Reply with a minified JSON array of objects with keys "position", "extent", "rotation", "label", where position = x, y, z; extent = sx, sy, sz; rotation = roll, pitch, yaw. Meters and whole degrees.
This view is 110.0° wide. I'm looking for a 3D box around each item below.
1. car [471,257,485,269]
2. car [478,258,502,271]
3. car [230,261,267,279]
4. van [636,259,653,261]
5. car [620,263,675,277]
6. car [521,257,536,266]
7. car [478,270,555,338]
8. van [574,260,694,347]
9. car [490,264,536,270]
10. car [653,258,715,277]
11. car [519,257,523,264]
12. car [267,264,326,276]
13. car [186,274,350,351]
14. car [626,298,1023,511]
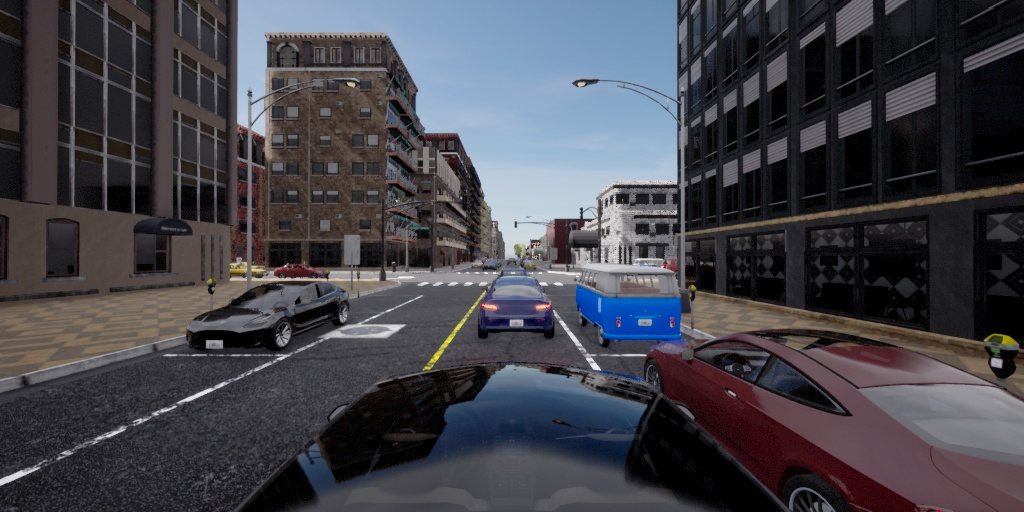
[{"position":[-5.698,1.318,59.164],"extent":[1.751,1.417,4.829],"rotation":[0,0,0],"label":"car"},{"position":[-3.067,1.329,50.642],"extent":[2.033,1.411,5.357],"rotation":[0,0,3],"label":"car"},{"position":[-22.963,1.216,29.801],"extent":[4.829,1.417,1.751],"rotation":[0,0,0],"label":"car"},{"position":[14.893,1.175,38.276],"extent":[3.998,1.789,1.690],"rotation":[0,0,0],"label":"van"},{"position":[13.398,1.418,35.706],"extent":[4.718,1.301,1.895],"rotation":[0,0,1],"label":"car"},{"position":[2.684,1.311,53.967],"extent":[1.751,1.417,4.829],"rotation":[0,0,0],"label":"car"},{"position":[0.100,1.277,10.010],"extent":[1.812,1.442,4.674],"rotation":[0,0,0],"label":"car"},{"position":[2.656,1.092,9.010],"extent":[1.690,1.789,3.998],"rotation":[0,0,0],"label":"van"},{"position":[0.090,1.318,18.462],"extent":[1.994,1.385,4.181],"rotation":[0,0,0],"label":"car"},{"position":[14.916,1.108,29.896],"extent":[5.009,1.841,2.192],"rotation":[0,0,0],"label":"car"},{"position":[2.683,1.382,64.875],"extent":[1.802,1.307,4.207],"rotation":[0,0,0],"label":"car"},{"position":[-17.471,1.284,29.815],"extent":[4.207,1.307,1.802],"rotation":[0,0,0],"label":"car"},{"position":[-5.691,1.317,9.035],"extent":[1.948,1.339,4.313],"rotation":[0,0,0],"label":"car"},{"position":[2.657,1.332,3.321],"extent":[1.802,1.307,4.207],"rotation":[0,0,0],"label":"car"}]
